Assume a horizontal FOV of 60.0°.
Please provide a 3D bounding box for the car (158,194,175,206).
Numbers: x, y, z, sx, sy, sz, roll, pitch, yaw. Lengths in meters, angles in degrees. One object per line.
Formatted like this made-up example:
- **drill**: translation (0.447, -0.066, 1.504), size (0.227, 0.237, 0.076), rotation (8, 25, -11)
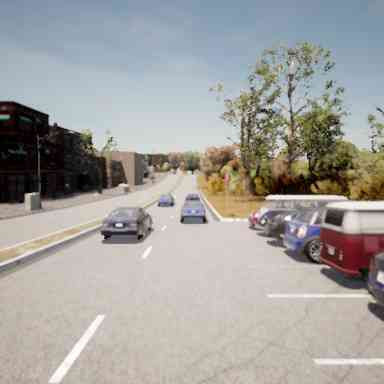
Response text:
- **car**: translation (-3.168, 0.954, 41.422), size (2.033, 1.411, 5.357), rotation (0, 2, 0)

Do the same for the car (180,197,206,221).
- **car**: translation (0.091, 1.345, 24.787), size (2.033, 1.411, 5.357), rotation (0, 1, 0)

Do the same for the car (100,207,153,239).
- **car**: translation (-3.162, 1.454, 16.882), size (2.033, 1.411, 5.357), rotation (0, 1, 0)

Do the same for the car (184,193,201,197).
- **car**: translation (0.083, 0.914, 41.366), size (1.837, 1.490, 4.892), rotation (0, 1, 0)

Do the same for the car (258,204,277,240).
- **car**: translation (5.527, 1.416, 13.858), size (4.892, 1.521, 2.231), rotation (0, 0, 0)

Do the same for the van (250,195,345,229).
- **van**: translation (5.415, 1.164, 16.614), size (4.442, 1.987, 1.878), rotation (0, 1, 0)

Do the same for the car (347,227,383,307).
- **car**: translation (5.566, 1.494, 5.594), size (4.792, 1.488, 2.163), rotation (0, 0, 0)

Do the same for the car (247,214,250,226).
- **car**: translation (5.561, 1.232, 19.368), size (4.553, 1.767, 2.185), rotation (0, 1, 0)

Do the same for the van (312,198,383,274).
- **van**: translation (5.652, 1.227, 8.345), size (4.442, 1.987, 1.878), rotation (0, 0, 0)

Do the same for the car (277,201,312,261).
- **car**: translation (5.503, 1.311, 11.230), size (4.553, 1.767, 2.185), rotation (0, 0, 0)
